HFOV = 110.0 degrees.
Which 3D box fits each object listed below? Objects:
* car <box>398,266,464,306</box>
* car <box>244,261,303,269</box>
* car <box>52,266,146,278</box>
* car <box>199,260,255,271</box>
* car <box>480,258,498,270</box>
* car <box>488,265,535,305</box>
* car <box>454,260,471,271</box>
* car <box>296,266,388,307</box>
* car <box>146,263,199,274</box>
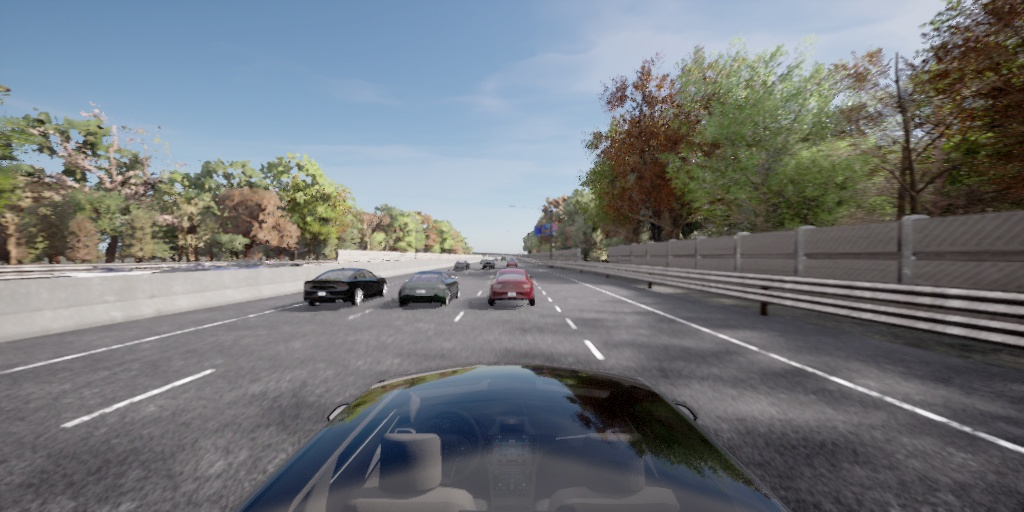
[{"bbox_3d":[-3.501,1.329,15.777,1.994,1.385,4.181,0,0,0],"label":"car"},{"bbox_3d":[-17.581,1.282,27.464,1.837,1.490,4.892,0,0,0],"label":"car"},{"bbox_3d":[-28.085,1.374,24.698,1.895,1.301,4.718,0,0,0],"label":"car"},{"bbox_3d":[-21.077,1.128,27.833,2.097,1.767,4.553,0,0,0],"label":"car"},{"bbox_3d":[-3.495,1.312,55.276,1.837,1.490,4.892,0,0,0],"label":"car"},{"bbox_3d":[0.001,1.291,15.915,1.812,1.442,4.674,0,0,0],"label":"car"},{"bbox_3d":[-6.999,1.293,50.906,2.128,1.511,4.902,0,0,0],"label":"car"},{"bbox_3d":[-7.003,1.242,15.673,1.882,1.535,5.008,0,0,0],"label":"car"},{"bbox_3d":[-24.578,1.269,27.746,2.128,1.511,4.902,0,0,0],"label":"car"}]
